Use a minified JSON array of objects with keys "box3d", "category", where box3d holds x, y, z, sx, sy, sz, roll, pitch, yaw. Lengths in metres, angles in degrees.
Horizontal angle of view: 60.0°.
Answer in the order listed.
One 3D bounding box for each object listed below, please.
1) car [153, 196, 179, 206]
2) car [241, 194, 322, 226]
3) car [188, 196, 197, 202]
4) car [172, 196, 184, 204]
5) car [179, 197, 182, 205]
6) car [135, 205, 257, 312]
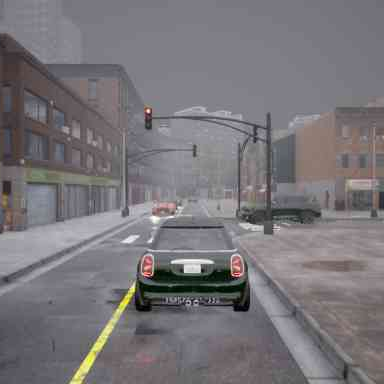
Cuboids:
[{"box3d":[-2.792,1.359,33.880,2.097,1.767,4.553,0,0,0],"category":"car"},{"box3d":[6.010,1.177,22.843,5.566,2.045,2.150,-1,0,-6],"category":"car"},{"box3d":[0.132,1.610,74.305,1.994,1.385,4.181,0,0,0],"category":"car"},{"box3d":[-2.686,1.588,64.029,2.033,1.411,5.357,0,0,1],"category":"car"},{"box3d":[-2.776,1.562,43.349,2.033,1.411,5.357,0,0,0],"category":"car"},{"box3d":[0.022,1.352,7.888,2.097,1.767,4.553,0,0,0],"category":"car"}]
